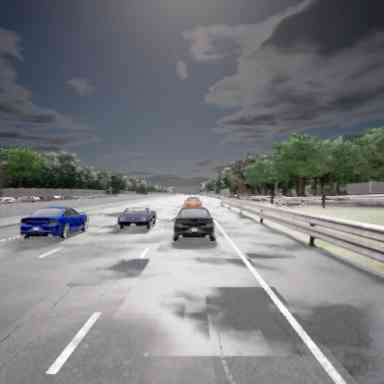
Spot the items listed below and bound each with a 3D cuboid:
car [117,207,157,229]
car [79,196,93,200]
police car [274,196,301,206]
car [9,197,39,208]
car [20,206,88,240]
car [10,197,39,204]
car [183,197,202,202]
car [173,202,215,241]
[{"bbox_3d":[-3.398,1.603,21.498,1.895,1.301,4.718,0,0,0],"label":"car"},{"bbox_3d":[-17.502,1.474,54.722,1.882,1.535,5.008,0,0,0],"label":"car"},{"bbox_3d":[14.335,1.375,50.704,2.038,1.542,4.974,0,-1,-19],"label":"police car"},{"bbox_3d":[-24.548,1.471,48.866,1.882,1.535,5.008,0,0,1],"label":"car"},{"bbox_3d":[-6.899,1.480,17.201,1.882,1.535,5.008,0,0,0],"label":"car"},{"bbox_3d":[-21.082,1.595,42.188,1.895,1.301,4.718,0,0,0],"label":"car"},{"bbox_3d":[0.103,1.347,37.732,2.097,1.767,4.553,0,0,0],"label":"car"},{"bbox_3d":[0.101,1.481,16.857,1.882,1.535,5.008,0,0,0],"label":"car"}]
